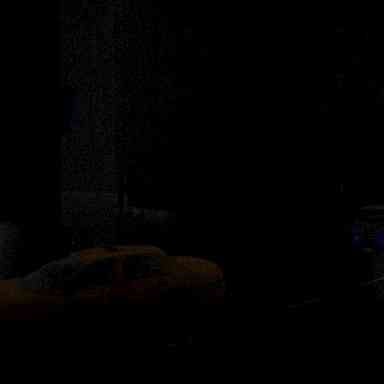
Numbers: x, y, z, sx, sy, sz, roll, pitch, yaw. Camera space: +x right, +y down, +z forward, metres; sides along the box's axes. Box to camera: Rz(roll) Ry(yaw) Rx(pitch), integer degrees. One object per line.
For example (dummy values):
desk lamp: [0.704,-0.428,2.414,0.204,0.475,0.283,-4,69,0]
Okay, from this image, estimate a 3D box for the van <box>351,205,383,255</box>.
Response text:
van: [7.345,1.342,11.919,3.998,1.788,1.690,0,0,-36]

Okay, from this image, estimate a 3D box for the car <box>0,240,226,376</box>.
car: [-1.634,1.525,5.487,4.829,1.417,1.752,0,0,-36]
